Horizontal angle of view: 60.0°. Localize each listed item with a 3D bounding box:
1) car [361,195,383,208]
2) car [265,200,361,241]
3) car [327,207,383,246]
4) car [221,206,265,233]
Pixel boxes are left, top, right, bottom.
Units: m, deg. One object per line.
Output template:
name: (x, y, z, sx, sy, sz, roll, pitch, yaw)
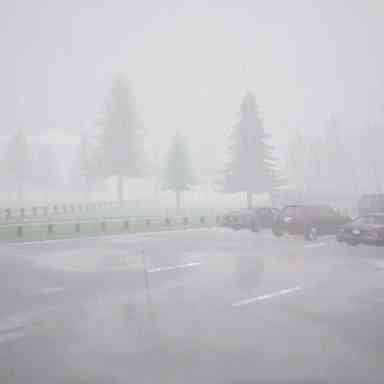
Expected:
car: (16.440, 1.258, 28.493, 5.566, 2.045, 2.150, 0, 0, -35)
car: (6.212, 1.367, 16.898, 4.553, 1.767, 2.097, 0, 0, -35)
car: (8.269, 1.564, 14.066, 5.357, 1.411, 2.033, 0, 0, -35)
car: (4.204, 1.564, 19.765, 5.357, 1.411, 2.033, 0, 0, -35)
